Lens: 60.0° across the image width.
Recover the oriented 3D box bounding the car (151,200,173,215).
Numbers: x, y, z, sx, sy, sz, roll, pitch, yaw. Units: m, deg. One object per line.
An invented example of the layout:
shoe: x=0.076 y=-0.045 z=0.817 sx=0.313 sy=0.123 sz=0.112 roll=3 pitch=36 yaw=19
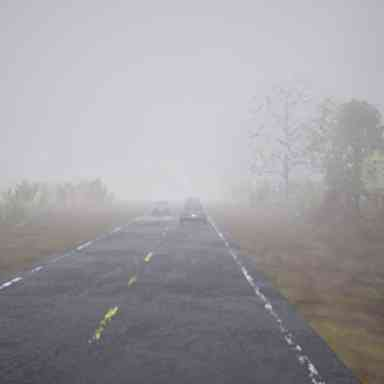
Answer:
car: x=-3.007 y=1.563 z=33.524 sx=1.837 sy=1.490 sz=4.892 roll=0 pitch=0 yaw=0

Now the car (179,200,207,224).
car: x=0.095 y=1.570 z=24.669 sx=1.994 sy=1.385 sz=4.181 roll=0 pitch=0 yaw=0

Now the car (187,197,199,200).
car: x=0.088 y=1.362 z=42.197 sx=2.097 sy=1.767 sz=4.553 roll=0 pitch=0 yaw=0
